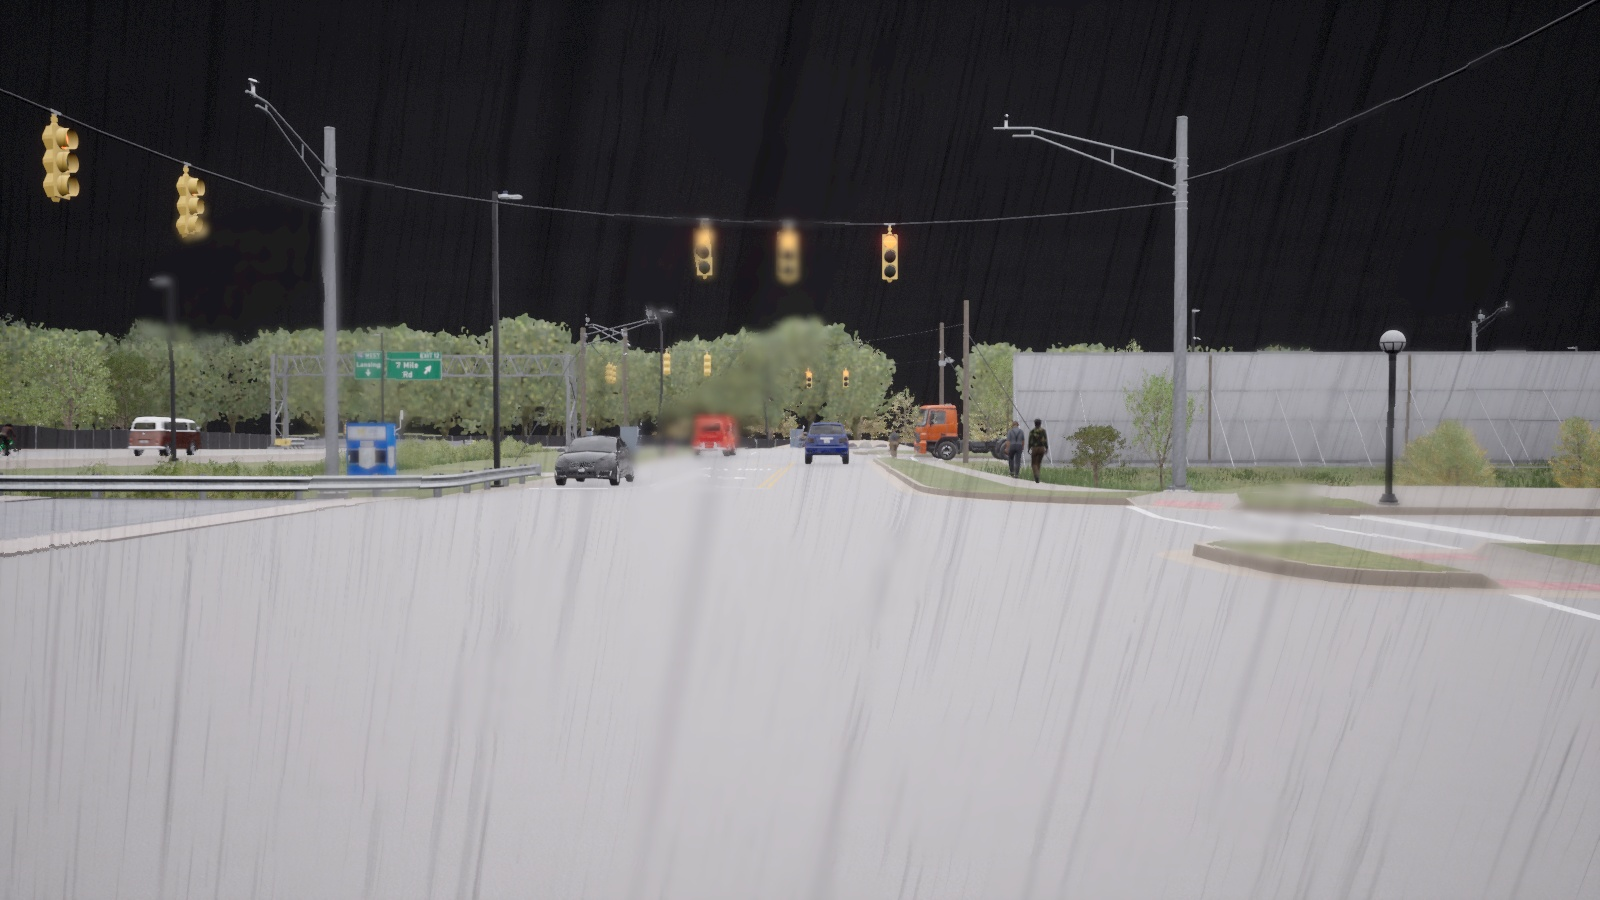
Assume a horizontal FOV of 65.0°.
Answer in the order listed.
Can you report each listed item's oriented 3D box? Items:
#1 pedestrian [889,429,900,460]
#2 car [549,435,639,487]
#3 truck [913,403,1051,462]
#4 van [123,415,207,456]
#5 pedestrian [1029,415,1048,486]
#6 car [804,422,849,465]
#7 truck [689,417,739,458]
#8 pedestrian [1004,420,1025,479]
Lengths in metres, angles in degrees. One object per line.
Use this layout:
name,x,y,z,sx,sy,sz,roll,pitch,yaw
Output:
pedestrian,5.622,-0.328,74.782,0.540,1.848,0.694,0,2,-7
car,-6.251,0.292,38.694,1.837,1.490,4.892,0,1,2
truck,11.122,-1.089,77.374,7.936,3.462,2.891,1,2,-4
van,-33.299,-0.749,66.020,2.069,2.038,4.480,0,0,1
pedestrian,6.573,0.002,34.680,0.395,1.930,0.692,0,2,1
car,1.360,-0.350,62.966,2.150,2.045,5.566,0,1,2
truck,-5.255,-0.792,77.429,2.627,2.467,5.204,0,1,1
pedestrian,6.731,-0.021,39.398,0.540,1.848,0.694,0,2,1
